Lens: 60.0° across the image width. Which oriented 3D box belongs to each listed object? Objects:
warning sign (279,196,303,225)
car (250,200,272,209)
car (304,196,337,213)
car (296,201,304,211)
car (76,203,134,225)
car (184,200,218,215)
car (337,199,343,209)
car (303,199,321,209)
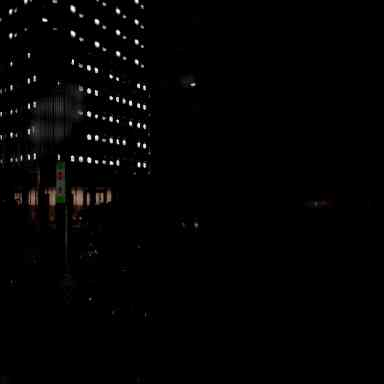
[{"bbox_3d":[6.825,1.251,22.955,1.300,1.860,1.060,0,0,34],"label":"warning sign"},{"bbox_3d":[10.863,1.900,51.713,2.033,1.411,5.357,0,-1,32],"label":"car"},{"bbox_3d":[16.412,1.501,42.238,2.150,2.045,5.566,0,-1,34],"label":"car"},{"bbox_3d":[14.128,1.900,44.679,1.895,1.301,4.718,0,-1,33],"label":"car"},{"bbox_3d":[-6.627,1.664,25.791,1.837,1.490,4.892,0,-1,34],"label":"car"},{"bbox_3d":[1.078,1.723,37.084,1.882,1.535,5.008,0,0,34],"label":"car"},{"bbox_3d":[21.921,1.817,51.058,1.882,1.535,5.008,0,0,31],"label":"car"},{"bbox_3d":[19.142,1.879,52.744,1.812,1.442,4.674,0,0,31],"label":"car"}]
